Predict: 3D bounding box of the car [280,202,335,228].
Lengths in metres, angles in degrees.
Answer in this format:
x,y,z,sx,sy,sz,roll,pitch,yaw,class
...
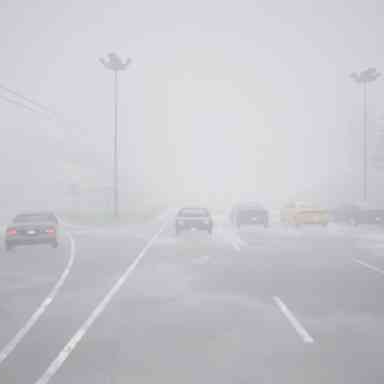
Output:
x,y,z,sx,sy,sz,roll,pitch,yaw,class
7.093,1.360,21.460,1.882,1.535,5.008,0,0,0,car

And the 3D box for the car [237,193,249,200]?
x,y,z,sx,sy,sz,roll,pitch,yaw,class
11.952,1.070,77.350,2.033,1.411,5.357,0,0,17,car

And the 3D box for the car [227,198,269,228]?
x,y,z,sx,sy,sz,roll,pitch,yaw,class
3.591,1.360,21.454,1.882,1.535,5.008,0,0,0,car

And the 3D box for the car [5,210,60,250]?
x,y,z,sx,sy,sz,roll,pitch,yaw,class
-6.687,1.469,14.140,2.033,1.411,5.357,0,0,-23,car

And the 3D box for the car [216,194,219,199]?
x,y,z,sx,sy,sz,roll,pitch,yaw,class
4.923,0.902,78.184,1.882,1.535,5.008,0,0,17,car

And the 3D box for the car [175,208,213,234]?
x,y,z,sx,sy,sz,roll,pitch,yaw,class
0.093,1.500,18.340,1.895,1.301,4.718,0,0,0,car

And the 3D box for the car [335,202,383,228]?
x,y,z,sx,sy,sz,roll,pitch,yaw,class
10.592,1.360,21.455,1.882,1.535,5.008,0,0,0,car

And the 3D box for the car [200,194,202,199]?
x,y,z,sx,sy,sz,roll,pitch,yaw,class
1.335,1.044,78.232,1.882,1.535,5.008,0,0,17,car

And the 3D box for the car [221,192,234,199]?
x,y,z,sx,sy,sz,roll,pitch,yaw,class
8.318,0.788,77.338,2.097,1.767,4.553,0,0,17,car

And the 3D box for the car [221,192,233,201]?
x,y,z,sx,sy,sz,roll,pitch,yaw,class
6.990,1.156,67.459,1.812,1.442,4.674,0,0,2,car

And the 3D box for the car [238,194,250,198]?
x,y,z,sx,sy,sz,roll,pitch,yaw,class
10.484,1.135,67.072,1.837,1.490,4.892,0,0,2,car

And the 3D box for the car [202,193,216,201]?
x,y,z,sx,sy,sz,roll,pitch,yaw,class
3.501,1.129,68.164,1.837,1.490,4.892,0,0,2,car

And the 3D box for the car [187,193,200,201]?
x,y,z,sx,sy,sz,roll,pitch,yaw,class
0.006,1.183,68.462,1.994,1.385,4.181,0,0,2,car
